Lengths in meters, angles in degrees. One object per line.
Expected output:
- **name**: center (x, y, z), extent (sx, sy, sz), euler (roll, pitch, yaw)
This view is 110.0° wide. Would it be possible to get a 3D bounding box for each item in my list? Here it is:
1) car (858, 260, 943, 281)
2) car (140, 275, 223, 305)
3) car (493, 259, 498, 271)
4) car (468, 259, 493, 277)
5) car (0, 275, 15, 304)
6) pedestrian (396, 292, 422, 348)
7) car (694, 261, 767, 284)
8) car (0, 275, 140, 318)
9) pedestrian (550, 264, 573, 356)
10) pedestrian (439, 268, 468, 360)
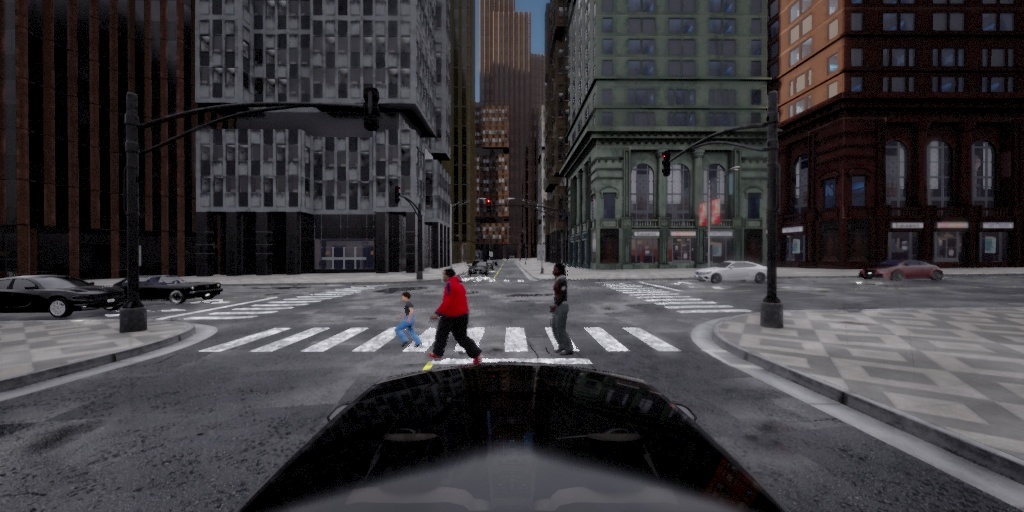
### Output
- **car**: center (25.767, 0.932, 23.854), extent (4.181, 1.385, 1.994), euler (-1, 0, -1)
- **car**: center (-16.662, 1.561, 17.020), extent (4.718, 1.301, 1.895), euler (-1, 0, 0)
- **car**: center (-3.346, 1.217, 49.109), extent (1.837, 1.490, 4.892), euler (0, 0, 0)
- **car**: center (-3.235, 1.237, 36.008), extent (1.837, 1.490, 4.892), euler (0, 0, -1)
- **car**: center (-27.055, 1.664, 16.988), extent (4.181, 1.385, 1.994), euler (-1, 0, 0)
- **pedestrian**: center (-2.201, 1.324, 7.756), extent (0.375, 1.300, 0.375), euler (0, 0, 0)
- **car**: center (14.595, 1.037, 23.809), extent (4.674, 1.442, 1.812), euler (-1, 0, -1)
- **car**: center (-17.892, 1.471, 13.766), extent (5.008, 1.535, 1.882), euler (-1, 0, 0)
- **pedestrian**: center (0.989, 1.043, 7.167), extent (0.375, 1.860, 0.375), euler (0, 0, 0)
- **pedestrian**: center (-1.067, 1.043, 6.565), extent (0.375, 1.860, 0.375), euler (0, 0, 0)
